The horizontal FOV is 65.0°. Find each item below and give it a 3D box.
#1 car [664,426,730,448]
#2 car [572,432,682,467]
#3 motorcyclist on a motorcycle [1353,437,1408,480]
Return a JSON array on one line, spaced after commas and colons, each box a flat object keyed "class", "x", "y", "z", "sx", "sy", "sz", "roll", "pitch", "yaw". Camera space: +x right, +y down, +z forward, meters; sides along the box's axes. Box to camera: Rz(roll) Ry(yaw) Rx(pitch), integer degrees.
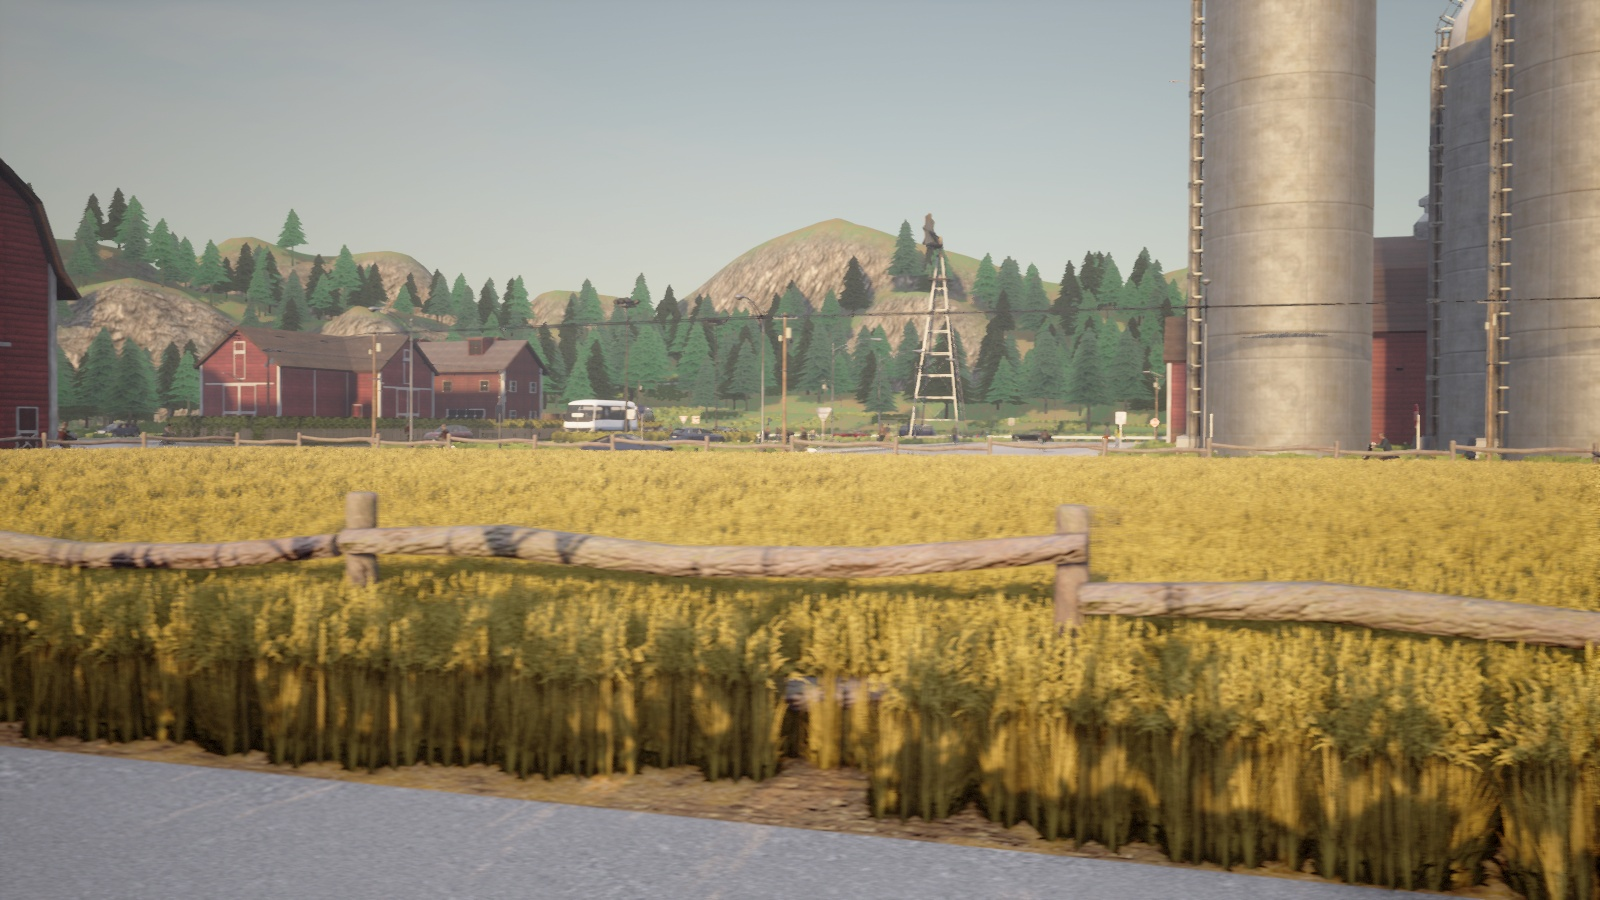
[{"class": "car", "x": -7.913, "y": -1.013, "z": 97.018, "sx": 4.856, "sy": 1.649, "sz": 2.033, "roll": 0, "pitch": 2, "yaw": -44}, {"class": "car", "x": -7.387, "y": -0.057, "z": 53.678, "sx": 4.181, "sy": 1.385, "sz": 1.994, "roll": 1, "pitch": 1, "yaw": 18}, {"class": "motorcyclist on a motorcycle", "x": 22.011, "y": 0.303, "z": 47.656, "sx": 1.817, "sy": 1.590, "sz": 0.866, "roll": 1, "pitch": 1, "yaw": 19}]
